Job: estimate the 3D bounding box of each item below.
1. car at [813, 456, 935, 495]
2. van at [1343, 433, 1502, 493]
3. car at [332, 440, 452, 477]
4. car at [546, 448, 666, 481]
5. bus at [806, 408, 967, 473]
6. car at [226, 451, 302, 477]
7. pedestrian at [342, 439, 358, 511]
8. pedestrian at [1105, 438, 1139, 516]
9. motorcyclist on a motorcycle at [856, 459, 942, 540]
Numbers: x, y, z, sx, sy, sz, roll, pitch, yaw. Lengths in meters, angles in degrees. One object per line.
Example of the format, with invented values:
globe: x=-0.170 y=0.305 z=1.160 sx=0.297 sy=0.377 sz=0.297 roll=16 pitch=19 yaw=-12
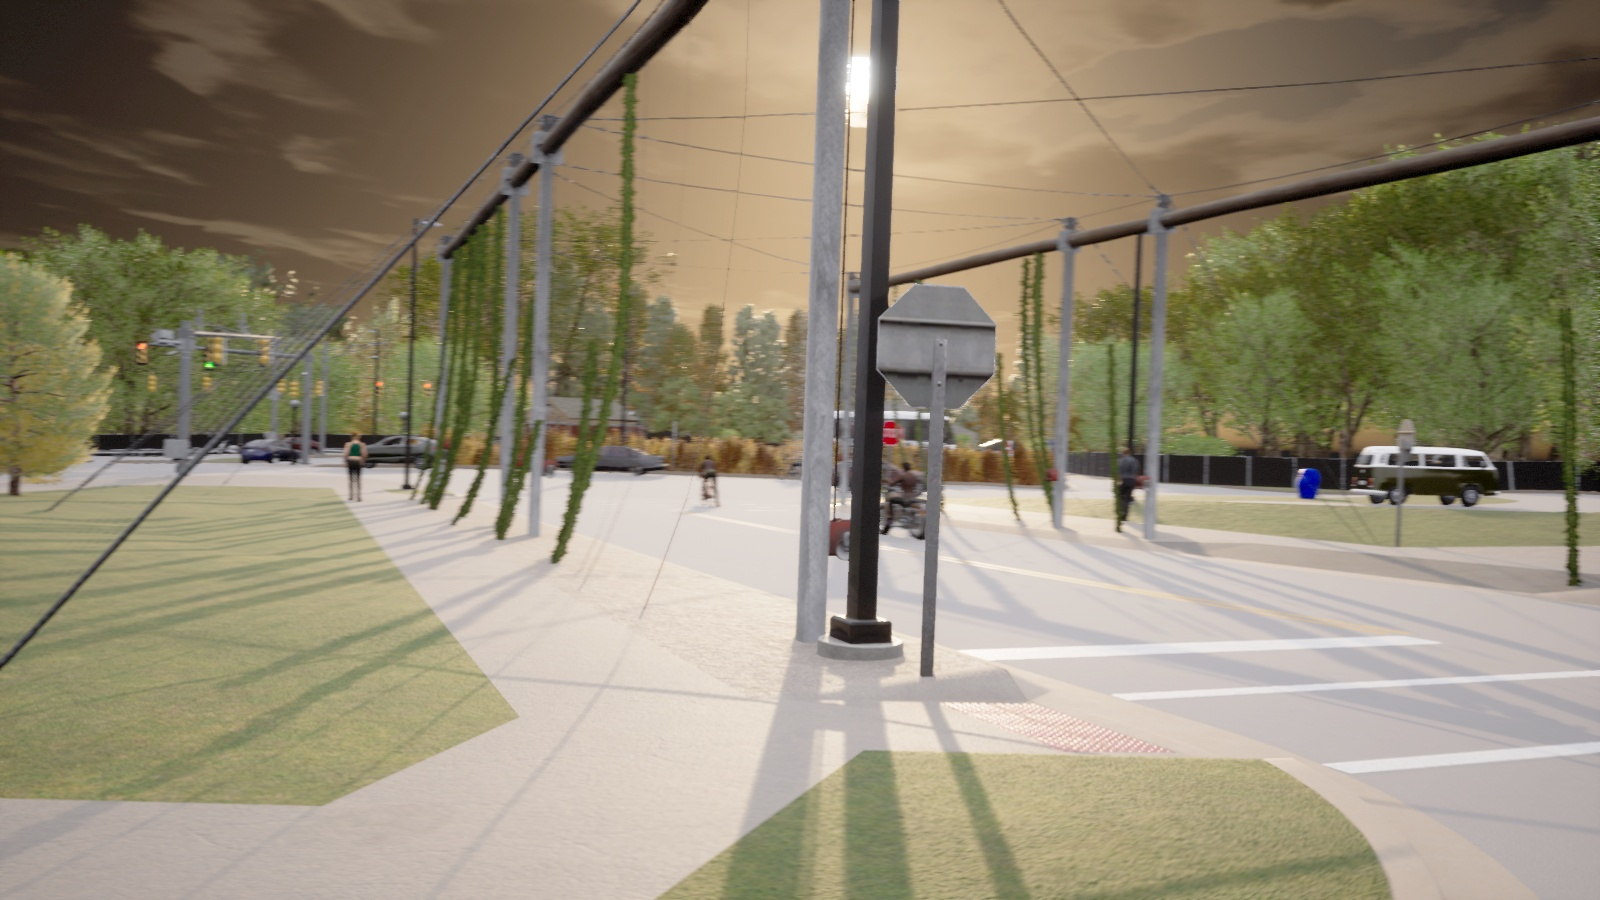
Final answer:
car: x=2.956 y=0.981 z=49.765 sx=4.674 sy=1.442 sz=1.812 roll=0 pitch=1 yaw=8
van: x=21.548 y=0.448 z=43.580 sx=4.480 sy=2.038 sz=2.069 roll=0 pitch=0 yaw=0
car: x=-19.653 y=0.404 z=60.607 sx=5.027 sy=1.651 sz=2.152 roll=-1 pitch=1 yaw=3
car: x=-9.253 y=0.687 z=60.092 sx=5.357 sy=1.411 sz=2.033 roll=1 pitch=2 yaw=3
bus: x=5.924 y=-0.666 z=86.074 sx=10.273 sy=4.253 sz=3.944 roll=0 pitch=1 yaw=24
car: x=-31.356 y=0.808 z=73.660 sx=2.163 sy=1.488 sz=4.792 roll=0 pitch=0 yaw=4
pedestrian: x=-11.552 y=0.633 z=32.251 sx=0.345 sy=1.836 sz=0.594 roll=1 pitch=1 yaw=-23
pedestrian: x=7.735 y=0.641 z=30.190 sx=0.540 sy=1.848 sz=0.694 roll=1 pitch=1 yaw=-9
motorcyclist on a motorcycle: x=2.064 y=1.013 z=26.571 sx=0.766 sy=1.649 sz=2.350 roll=1 pitch=-1 yaw=-24
